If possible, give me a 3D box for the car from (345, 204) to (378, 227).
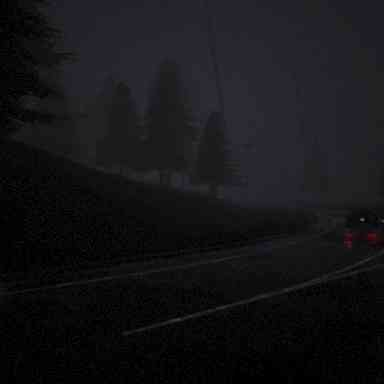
[{"bbox_3d":[11.535,1.511,22.663,1.812,1.442,4.674,0,0,26],"label":"car"}]
